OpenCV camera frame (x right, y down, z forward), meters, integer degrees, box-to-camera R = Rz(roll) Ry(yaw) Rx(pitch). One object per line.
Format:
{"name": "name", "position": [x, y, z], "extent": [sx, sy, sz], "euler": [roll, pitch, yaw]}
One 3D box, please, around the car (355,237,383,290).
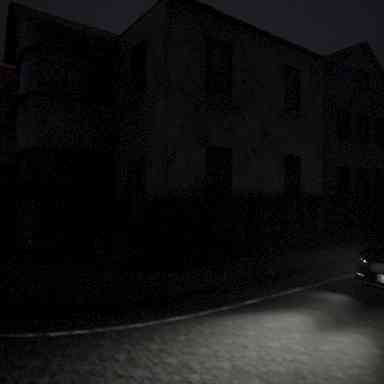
{"name": "car", "position": [5.979, 1.538, 8.247], "extent": [4.902, 1.511, 2.128], "euler": [0, 0, -35]}
